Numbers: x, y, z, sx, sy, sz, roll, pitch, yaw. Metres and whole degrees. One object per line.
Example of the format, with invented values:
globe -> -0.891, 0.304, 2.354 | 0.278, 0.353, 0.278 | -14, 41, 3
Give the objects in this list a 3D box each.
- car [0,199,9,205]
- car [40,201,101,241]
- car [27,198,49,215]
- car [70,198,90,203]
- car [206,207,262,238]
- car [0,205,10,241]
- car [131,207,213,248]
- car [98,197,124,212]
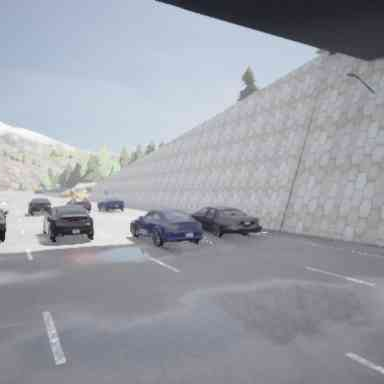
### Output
car -> -17.891, 1.349, 30.531 | 1.812, 1.442, 4.674 | 0, 0, -29
car -> -6.056, 1.413, 16.166 | 1.837, 1.490, 4.892 | 0, 0, -29
car -> -14.389, 1.325, 31.445 | 1.837, 1.490, 4.892 | 0, 0, -29
car -> -11.239, 1.308, 32.977 | 2.128, 1.511, 4.902 | 0, 0, -28
car -> 1.305, 1.461, 17.291 | 2.033, 1.411, 5.357 | 0, 0, -29
car -> -9.717, 1.509, 15.570 | 1.895, 1.301, 4.718 | 0, 0, -29
car -> -1.208, 1.450, 14.560 | 1.812, 1.442, 4.674 | 0, 0, -29
car -> -8.788, 1.286, 35.796 | 1.882, 1.535, 5.008 | 0, 0, -29
